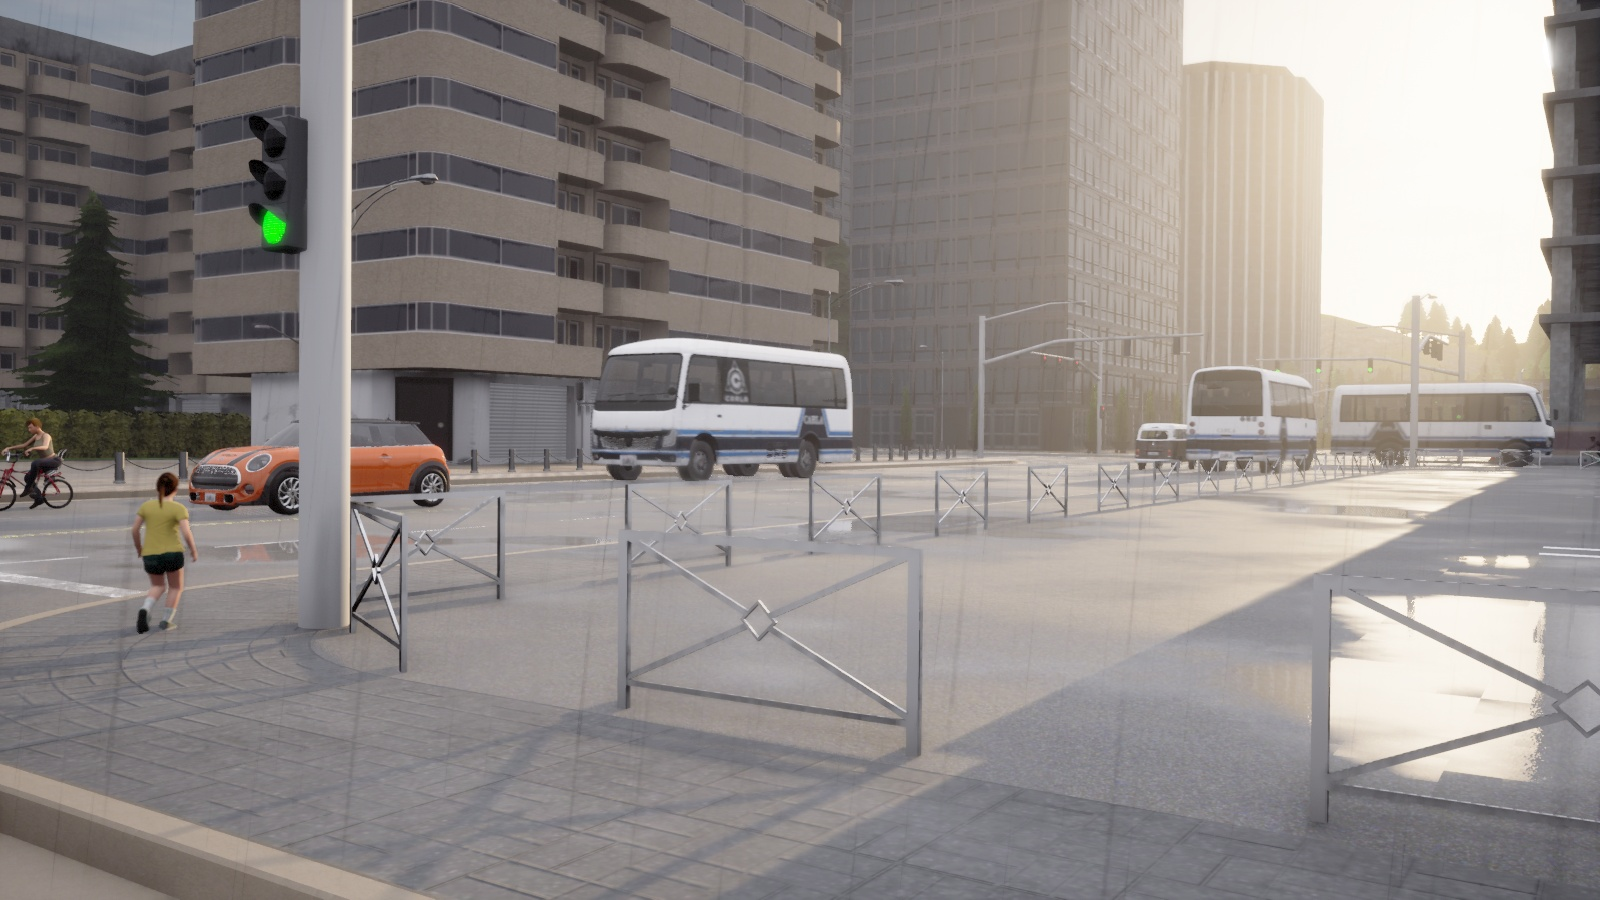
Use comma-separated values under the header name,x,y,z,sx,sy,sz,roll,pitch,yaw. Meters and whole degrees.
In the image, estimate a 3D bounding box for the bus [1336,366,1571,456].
name,x,y,z,sx,sy,sz,roll,pitch,yaw
bus,33.057,-1.857,63.710,10.273,4.253,3.944,0,1,32

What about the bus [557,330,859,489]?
name,x,y,z,sx,sy,sz,roll,pitch,yaw
bus,-2.468,-1.155,39.015,3.944,4.253,10.273,0,1,33

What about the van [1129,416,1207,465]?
name,x,y,z,sx,sy,sz,roll,pitch,yaw
van,16.144,-0.438,54.972,2.069,2.038,4.480,0,1,33

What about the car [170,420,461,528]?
name,x,y,z,sx,sy,sz,roll,pitch,yaw
car,-8.683,0.356,22.910,2.097,1.767,4.553,0,1,33

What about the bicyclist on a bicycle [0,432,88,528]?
name,x,y,z,sx,sy,sz,roll,pitch,yaw
bicyclist on a bicycle,-13.460,0.490,21.949,0.866,1.612,1.509,0,1,33

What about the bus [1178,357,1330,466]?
name,x,y,z,sx,sy,sz,roll,pitch,yaw
bus,19.750,-1.563,54.107,3.944,4.253,10.273,0,1,33

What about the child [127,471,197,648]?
name,x,y,z,sx,sy,sz,roll,pitch,yaw
child,-4.145,0.696,8.171,0.255,1.110,0.394,-1,1,-4
